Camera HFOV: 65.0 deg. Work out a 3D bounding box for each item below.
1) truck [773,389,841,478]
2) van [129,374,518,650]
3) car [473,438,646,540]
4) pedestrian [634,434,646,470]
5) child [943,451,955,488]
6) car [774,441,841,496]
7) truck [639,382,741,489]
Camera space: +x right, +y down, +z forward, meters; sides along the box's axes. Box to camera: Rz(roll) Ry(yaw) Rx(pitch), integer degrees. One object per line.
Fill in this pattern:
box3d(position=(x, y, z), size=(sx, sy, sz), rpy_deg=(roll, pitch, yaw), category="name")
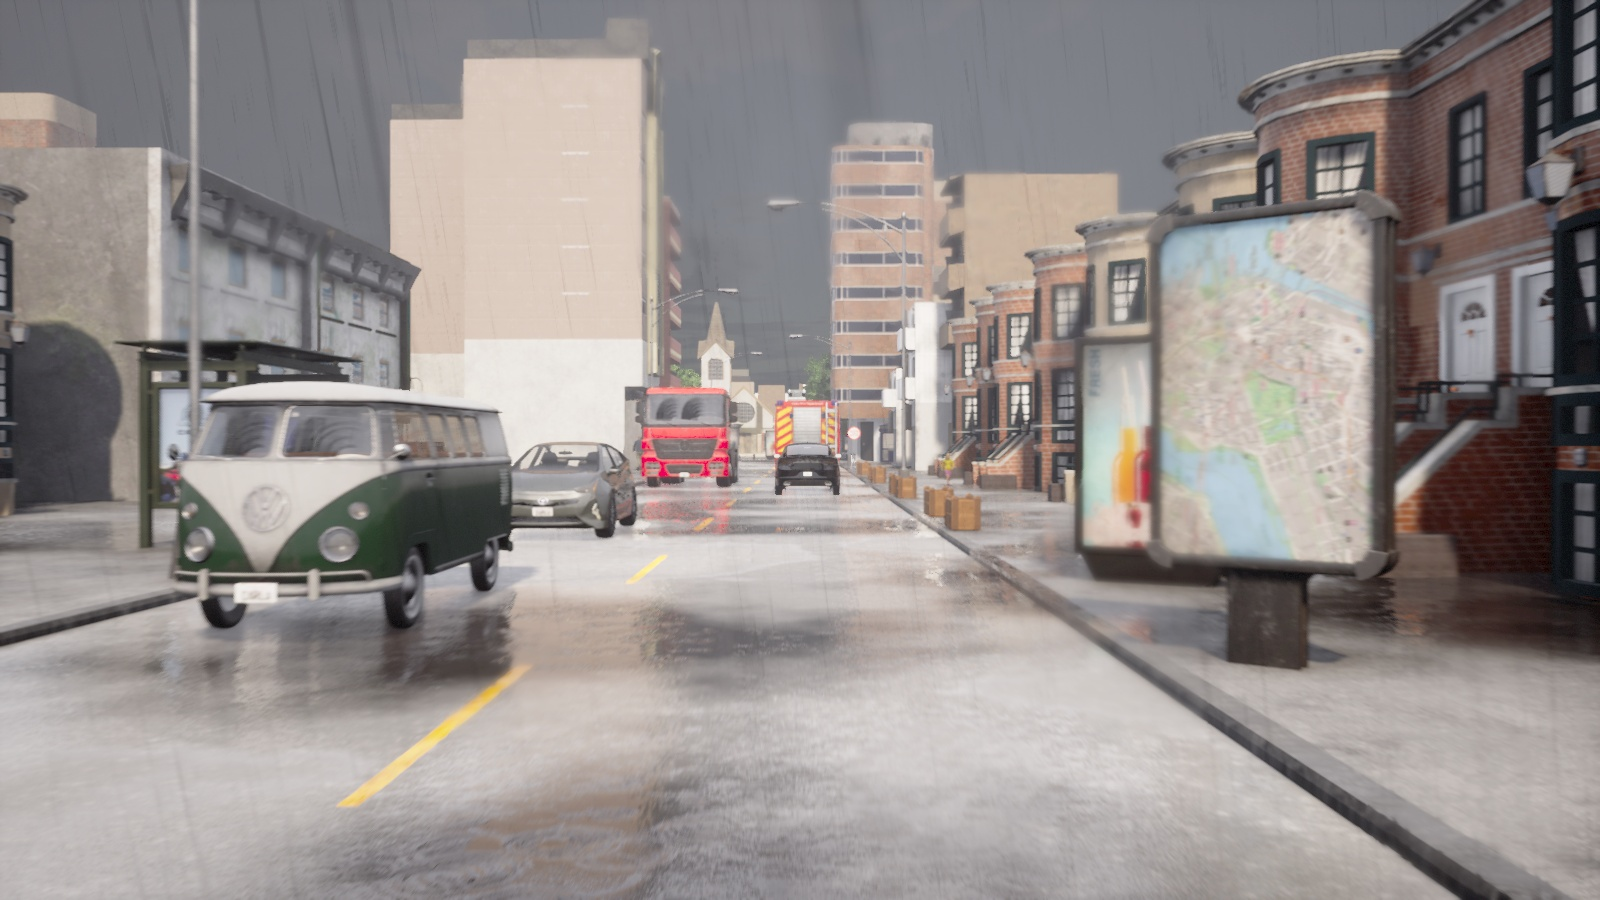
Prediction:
box3d(position=(0.319, -0.746, 58.453), size=(2.891, 3.827, 8.468), rpy_deg=(0, 0, 0), category="truck")
box3d(position=(-3.921, 0.433, 11.243), size=(1.775, 1.987, 4.442), rpy_deg=(0, 0, 0), category="van")
box3d(position=(-3.866, 0.572, 20.993), size=(2.007, 1.525, 4.514), rpy_deg=(0, 0, 0), category="car")
box3d(position=(-8.154, 0.091, 63.943), size=(0.402, 1.842, 0.726), rpy_deg=(0, 0, 10), category="pedestrian")
box3d(position=(4.749, 0.615, 40.030), size=(0.299, 1.160, 0.473), rpy_deg=(0, 0, -2), category="child")
box3d(position=(0.230, 0.511, 37.973), size=(1.882, 1.535, 5.008), rpy_deg=(0, 0, 0), category="car")
box3d(position=(-3.737, -0.488, 44.426), size=(2.891, 3.462, 7.936), rpy_deg=(0, 0, 0), category="truck")
